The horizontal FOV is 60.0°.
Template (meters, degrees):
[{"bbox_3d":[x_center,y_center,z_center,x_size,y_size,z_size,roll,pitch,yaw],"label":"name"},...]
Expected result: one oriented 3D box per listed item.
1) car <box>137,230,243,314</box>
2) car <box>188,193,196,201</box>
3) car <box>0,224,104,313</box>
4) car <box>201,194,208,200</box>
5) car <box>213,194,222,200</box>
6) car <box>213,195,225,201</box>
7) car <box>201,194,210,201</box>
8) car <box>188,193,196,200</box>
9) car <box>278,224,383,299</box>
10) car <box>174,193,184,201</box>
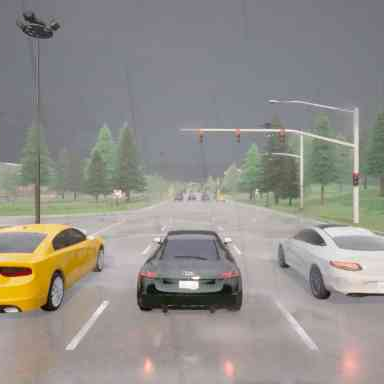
[{"bbox_3d":[0.002,1.564,7.732,1.994,1.385,4.181,0,0,2],"label":"car"},{"bbox_3d":[0.005,1.347,82.078,2.097,1.767,4.553,0,0,0],"label":"car"},{"bbox_3d":[-3.487,1.478,7.761,1.882,1.535,5.008,0,0,0],"label":"car"},{"bbox_3d":[3.506,1.332,92.111,1.837,1.490,4.892,0,0,0],"label":"car"},{"bbox_3d":[7.006,1.385,92.111,1.994,1.385,4.181,0,0,0],"label":"car"},{"bbox_3d":[7.005,1.469,81.691,1.882,1.535,5.008,0,0,0],"label":"car"},{"bbox_3d":[3.505,1.545,82.108,1.994,1.385,4.181,0,0,0],"label":"car"},{"bbox_3d":[0.006,1.187,92.081,2.097,1.767,4.553,0,0,0],"label":"car"},{"bbox_3d":[3.519,1.526,8.305,1.812,1.442,4.674,0,0,1],"label":"car"},{"bbox_3d":[-3.495,1.587,82.138,1.895,1.301,4.718,0,0,0],"label":"car"}]
